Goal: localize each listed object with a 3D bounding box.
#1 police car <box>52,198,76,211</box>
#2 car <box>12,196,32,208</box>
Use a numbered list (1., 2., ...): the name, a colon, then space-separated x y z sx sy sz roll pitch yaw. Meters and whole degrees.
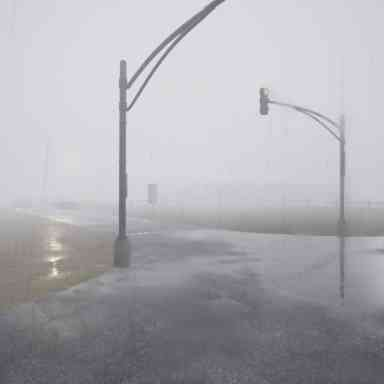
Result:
1. police car: -16.238 1.522 42.088 1.930 1.638 5.238 0 0 -36
2. car: -26.096 1.450 51.039 2.097 1.767 4.553 0 0 -36
